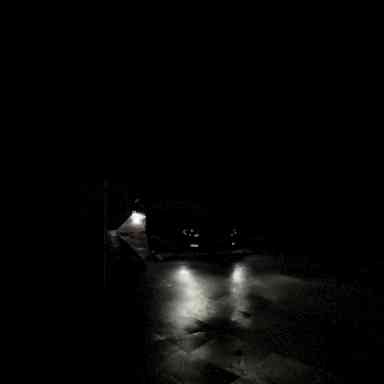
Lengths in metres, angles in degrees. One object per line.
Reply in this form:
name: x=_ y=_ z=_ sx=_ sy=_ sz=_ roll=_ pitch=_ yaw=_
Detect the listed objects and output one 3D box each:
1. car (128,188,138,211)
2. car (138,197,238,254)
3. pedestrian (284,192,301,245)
car: x=-5.003 y=0.446 z=23.108 sx=1.837 sy=1.490 sz=4.892 roll=1 pitch=2 yaw=-22
car: x=-0.239 y=0.988 z=11.588 sx=1.882 sy=1.535 sz=5.008 roll=1 pitch=2 yaw=-23
pedestrian: x=3.568 y=0.927 z=11.835 sx=0.375 sy=1.860 sz=0.375 roll=4 pitch=-1 yaw=-22
